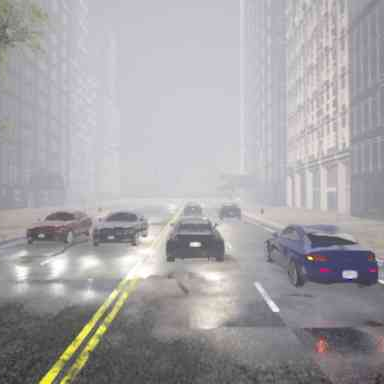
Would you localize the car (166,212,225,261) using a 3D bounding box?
[{"bbox_3d":[0.108,1.655,12.607,1.994,1.385,4.181,0,0,0],"label":"car"}]

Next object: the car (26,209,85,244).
[{"bbox_3d":[-6.490,1.636,16.847,1.882,1.535,5.008,0,0,0],"label":"car"}]

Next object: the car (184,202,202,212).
[{"bbox_3d":[0.122,1.838,38.227,1.994,1.385,4.181,0,0,0],"label":"car"}]

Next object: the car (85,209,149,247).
[{"bbox_3d":[-3.250,1.593,15.906,1.882,1.535,5.008,0,-1,0],"label":"car"}]

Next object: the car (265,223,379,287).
[{"bbox_3d":[3.357,1.593,9.369,1.812,1.442,4.674,0,0,0],"label":"car"}]

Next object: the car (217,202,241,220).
[{"bbox_3d":[3.370,1.699,30.935,1.882,1.535,5.008,0,0,0],"label":"car"}]
